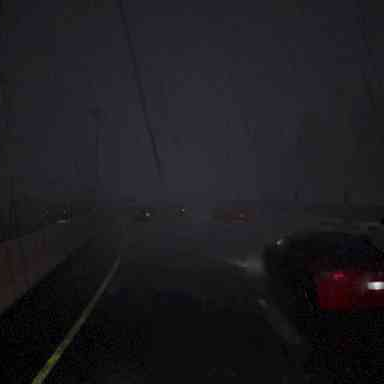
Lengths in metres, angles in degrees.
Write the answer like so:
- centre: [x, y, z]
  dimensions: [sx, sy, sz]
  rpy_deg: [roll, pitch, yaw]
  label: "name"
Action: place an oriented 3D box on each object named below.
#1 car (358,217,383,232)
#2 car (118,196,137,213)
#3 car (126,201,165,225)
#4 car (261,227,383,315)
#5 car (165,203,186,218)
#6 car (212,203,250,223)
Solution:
- centre: [6.515, 1.263, 8.574]
  dimensions: [2.150, 2.045, 5.566]
  rpy_deg: [0, 0, -5]
  label: "car"
- centre: [-8.010, 1.514, 41.569]
  dimensions: [2.150, 2.045, 5.566]
  rpy_deg: [0, -1, -16]
  label: "car"
- centre: [-3.774, 1.687, 26.301]
  dimensions: [2.163, 1.488, 4.792]
  rpy_deg: [0, -1, -15]
  label: "car"
- centre: [3.054, 1.609, 7.779]
  dimensions: [1.994, 1.385, 4.181]
  rpy_deg: [0, 0, -5]
  label: "car"
- centre: [-2.092, 1.775, 33.616]
  dimensions: [2.033, 1.411, 5.357]
  rpy_deg: [0, 0, -16]
  label: "car"
- centre: [3.129, 1.652, 27.579]
  dimensions: [1.882, 1.535, 5.008]
  rpy_deg: [0, 0, -14]
  label: "car"
